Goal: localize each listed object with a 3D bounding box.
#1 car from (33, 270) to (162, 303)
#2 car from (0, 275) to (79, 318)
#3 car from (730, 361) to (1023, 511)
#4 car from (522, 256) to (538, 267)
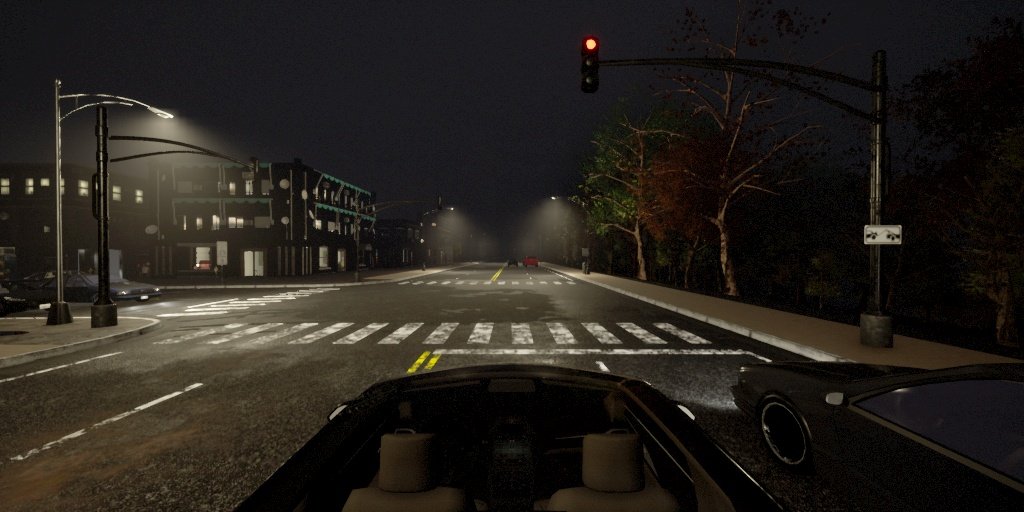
[{"bbox_3d":[-19.287,1.512,16.380,5.357,1.411,2.033,-1,1,3],"label":"car"},{"bbox_3d":[-19.935,1.565,13.654,4.313,1.339,1.948,0,0,0],"label":"car"},{"bbox_3d":[3.327,1.297,1.672,2.033,1.411,5.357,0,0,3],"label":"car"},{"bbox_3d":[3.416,0.948,63.877,2.150,2.045,5.566,0,0,0],"label":"car"}]
